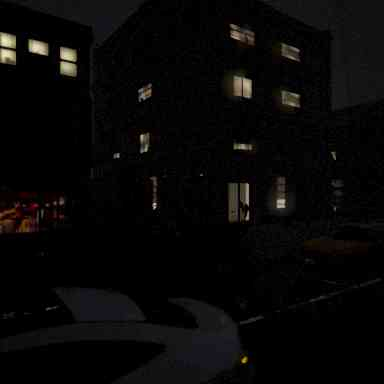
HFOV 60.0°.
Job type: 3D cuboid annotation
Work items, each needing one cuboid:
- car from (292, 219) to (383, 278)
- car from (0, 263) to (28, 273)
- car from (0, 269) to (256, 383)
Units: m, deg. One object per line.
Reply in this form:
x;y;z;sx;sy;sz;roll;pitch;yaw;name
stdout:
5.056;1.526;10.177;4.829;1.417;1.752;0;0;-36;car
-3.795;1.551;3.854;4.403;1.369;2.008;0;0;-36;car
-1.578;1.526;2.236;4.674;1.442;1.812;0;0;-36;car
